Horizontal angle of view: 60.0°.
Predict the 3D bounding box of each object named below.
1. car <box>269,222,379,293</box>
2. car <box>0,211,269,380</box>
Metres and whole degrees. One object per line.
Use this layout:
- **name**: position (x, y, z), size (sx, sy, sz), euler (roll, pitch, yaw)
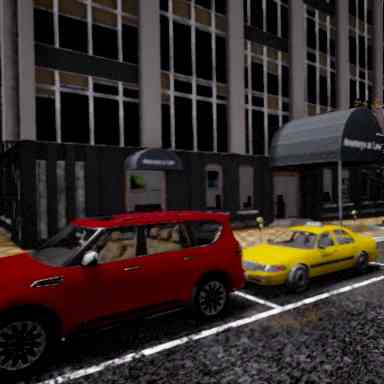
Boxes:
- **car**: position (3.077, 1.493, 8.767), size (4.829, 1.417, 1.752), euler (0, -1, -35)
- **car**: position (-1.294, 1.306, 5.654), size (5.009, 1.841, 2.192), euler (0, -1, -35)
